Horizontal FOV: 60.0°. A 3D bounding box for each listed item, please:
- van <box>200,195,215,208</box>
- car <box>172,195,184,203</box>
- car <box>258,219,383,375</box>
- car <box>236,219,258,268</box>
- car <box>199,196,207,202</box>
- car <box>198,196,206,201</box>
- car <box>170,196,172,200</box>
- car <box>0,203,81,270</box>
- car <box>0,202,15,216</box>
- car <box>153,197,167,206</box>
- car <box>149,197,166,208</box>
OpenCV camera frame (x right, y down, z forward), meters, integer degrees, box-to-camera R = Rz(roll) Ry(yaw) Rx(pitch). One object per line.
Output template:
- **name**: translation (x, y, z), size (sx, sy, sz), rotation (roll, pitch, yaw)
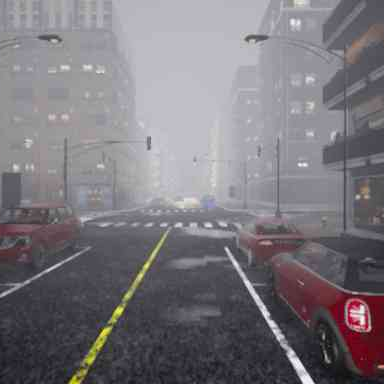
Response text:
- **van**: translation (2.537, 1.367, 49.243), size (1.690, 1.788, 3.998), rotation (0, 0, 0)
- **car**: translation (-2.789, 1.507, 71.876), size (1.882, 1.535, 5.008), rotation (0, 0, 0)
- **car**: translation (2.560, 1.444, 5.606), size (1.967, 1.590, 4.097), rotation (0, 0, 0)
- **car**: translation (2.557, 1.553, 11.200), size (1.887, 1.381, 4.507), rotation (0, 0, 0)
- **car**: translation (2.523, 1.554, 77.416), size (1.752, 1.417, 4.829), rotation (0, 0, 0)
- **car**: translation (2.521, 1.610, 82.846), size (1.802, 1.307, 4.206), rotation (0, 0, 0)
- **car**: translation (-5.333, 1.607, 94.127), size (1.802, 1.307, 4.206), rotation (0, 0, 0)
- **car**: translation (-5.324, 1.322, 11.196), size (2.192, 1.841, 5.009), rotation (0, 0, 0)
- **car**: translation (-21.633, 1.797, 35.367), size (4.507, 1.381, 1.887), rotation (-1, 1, 0)
- **car**: translation (-5.313, 1.571, 54.989), size (1.887, 1.381, 4.507), rotation (0, 0, 0)
- **car**: translation (-5.310, 1.607, 49.400), size (1.802, 1.307, 4.206), rotation (0, 0, 0)
